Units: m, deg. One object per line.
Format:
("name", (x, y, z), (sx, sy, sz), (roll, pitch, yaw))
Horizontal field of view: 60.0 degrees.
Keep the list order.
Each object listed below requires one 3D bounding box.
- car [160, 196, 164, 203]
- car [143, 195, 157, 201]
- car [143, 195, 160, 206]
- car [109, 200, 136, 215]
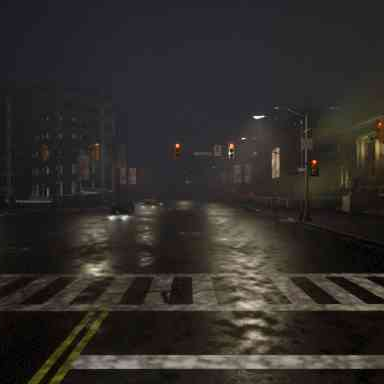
("car", (-6.957, 1.503, 69.282), (1.837, 1.490, 4.892), (0, 0, 1))
("car", (-10.580, 1.535, 83.475), (2.033, 1.411, 5.357), (0, 0, -25))
("car", (-7.015, 1.478, 55.661), (1.882, 1.535, 5.008), (0, 0, 0))
("car", (-7.046, 1.547, 34.175), (2.033, 1.411, 5.357), (0, 0, 0))
